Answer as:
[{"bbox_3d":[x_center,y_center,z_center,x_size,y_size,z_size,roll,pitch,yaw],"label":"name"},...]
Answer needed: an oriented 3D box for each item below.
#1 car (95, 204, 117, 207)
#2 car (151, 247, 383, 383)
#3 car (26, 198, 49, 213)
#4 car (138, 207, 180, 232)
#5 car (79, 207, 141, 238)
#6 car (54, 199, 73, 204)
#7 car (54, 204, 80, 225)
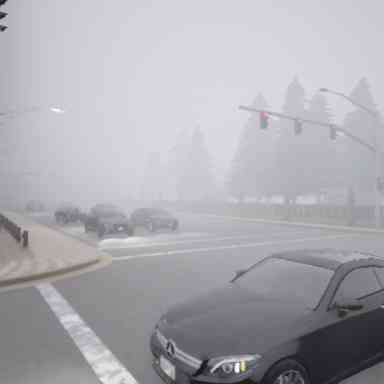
[{"bbox_3d":[-7.800,1.825,30.526,1.882,1.535,5.008,1,-1,-33],"label":"car"},{"bbox_3d":[1.710,1.587,4.710,4.674,1.442,1.812,1,-1,-33],"label":"car"},{"bbox_3d":[-21.178,1.944,44.826,2.128,1.511,4.902,1,-1,-32],"label":"car"},{"bbox_3d":[-2.629,1.787,22.546,1.837,1.490,4.892,1,-1,-33],"label":"car"},{"bbox_3d":[-4.925,1.808,19.650,1.994,1.385,4.181,1,-1,-33],"label":"car"},{"bbox_3d":[-16.499,2.022,44.000,1.994,1.385,4.181,1,-1,-33],"label":"car"},{"bbox_3d":[-9.852,1.908,27.254,1.895,1.301,4.718,1,-1,-33],"label":"car"}]
